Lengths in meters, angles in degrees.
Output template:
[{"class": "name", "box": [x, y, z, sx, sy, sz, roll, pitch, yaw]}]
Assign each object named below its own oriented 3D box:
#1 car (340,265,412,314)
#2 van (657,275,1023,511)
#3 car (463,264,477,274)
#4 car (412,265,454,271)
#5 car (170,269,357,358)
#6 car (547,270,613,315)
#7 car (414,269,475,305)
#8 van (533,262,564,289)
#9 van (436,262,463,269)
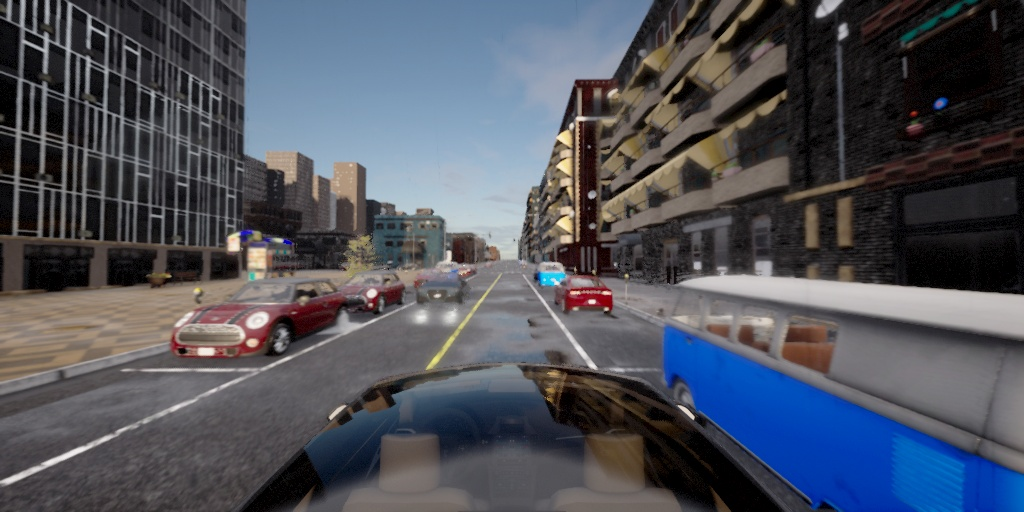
[{"class": "car", "box": [-5.659, 1.329, 14.274, 1.967, 1.591, 4.097, 0, 0, 0]}, {"class": "van", "box": [2.691, 1.105, 3.014, 1.690, 1.789, 3.998, 0, 0, 0]}, {"class": "car", "box": [-5.663, 1.624, 42.501, 1.967, 1.591, 4.097, 0, 0, 0]}, {"class": "car", "box": [-5.660, 1.555, 25.564, 1.888, 1.381, 4.507, 0, 0, 0]}, {"class": "car", "box": [-5.664, 1.267, 8.627, 1.967, 1.591, 4.097, 0, 0, 0]}, {"class": "car", "box": [2.690, 1.434, 14.307, 1.888, 1.381, 4.507, 0, 0, 0]}, {"class": "car", "box": [-3.102, 1.481, 16.892, 1.994, 1.385, 4.181, 0, -1, 0]}, {"class": "van", "box": [2.688, 1.351, 25.598, 1.690, 1.789, 3.998, 0, 0, 0]}, {"class": "van", "box": [-5.661, 1.410, 31.210, 1.690, 1.789, 3.998, 0, 0, 0]}]
